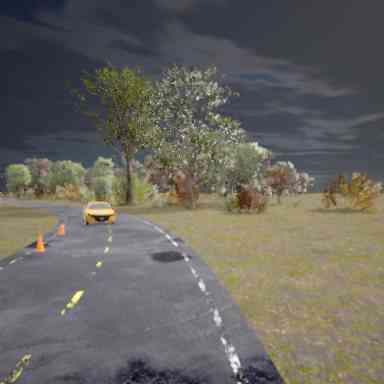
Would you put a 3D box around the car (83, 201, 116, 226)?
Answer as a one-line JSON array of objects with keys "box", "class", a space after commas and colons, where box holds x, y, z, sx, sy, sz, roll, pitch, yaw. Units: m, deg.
[{"box": [-6.545, 1.412, 23.283, 1.882, 1.535, 5.008, 0, 0, -21], "class": "car"}]

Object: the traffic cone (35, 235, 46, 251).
[{"box": [-5.725, 1.919, 12.553, 0.340, 0.580, 0.340, 0, 0, -10], "class": "traffic cone"}]
